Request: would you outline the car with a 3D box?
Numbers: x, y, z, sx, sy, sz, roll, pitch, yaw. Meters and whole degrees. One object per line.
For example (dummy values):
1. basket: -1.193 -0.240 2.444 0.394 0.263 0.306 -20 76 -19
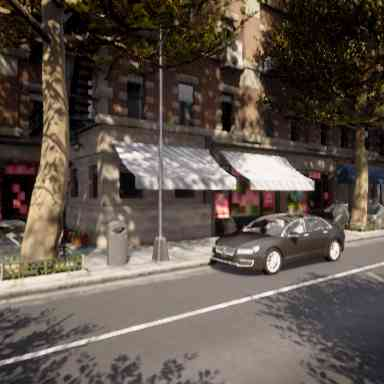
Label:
1. car: 2.833 1.436 10.355 4.892 1.521 2.231 0 0 -36
